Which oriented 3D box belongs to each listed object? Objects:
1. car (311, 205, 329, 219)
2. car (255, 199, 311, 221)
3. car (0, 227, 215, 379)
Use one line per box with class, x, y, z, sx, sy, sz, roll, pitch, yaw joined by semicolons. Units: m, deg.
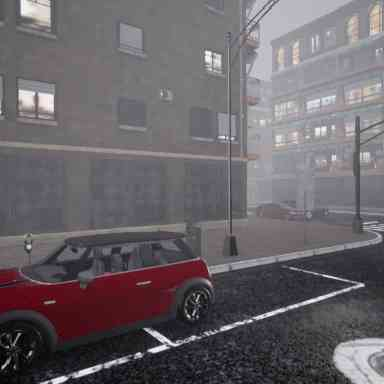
car;8.918;1.347;27.726;1.882;1.535;5.008;-1;1;-35
car;6.832;1.473;26.206;1.802;1.307;4.206;0;0;-35
car;-1.662;1.440;5.432;4.097;1.590;1.967;0;0;-35
